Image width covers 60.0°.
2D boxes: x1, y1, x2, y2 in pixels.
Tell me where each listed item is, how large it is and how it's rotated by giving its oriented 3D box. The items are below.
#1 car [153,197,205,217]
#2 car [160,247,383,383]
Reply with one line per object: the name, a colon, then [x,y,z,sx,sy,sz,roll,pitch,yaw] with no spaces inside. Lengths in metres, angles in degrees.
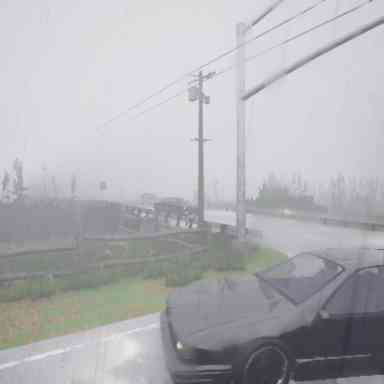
car: [-1.030,1.100,24.550,1.895,1.301,4.718,0,2,-32]
car: [2.270,1.544,4.626,5.357,1.411,2.033,0,0,-8]
